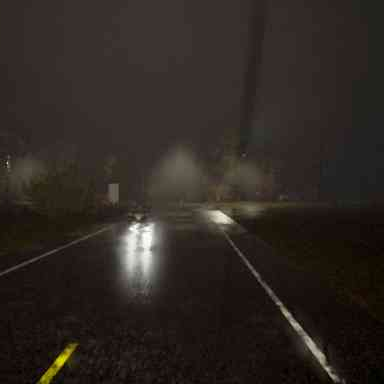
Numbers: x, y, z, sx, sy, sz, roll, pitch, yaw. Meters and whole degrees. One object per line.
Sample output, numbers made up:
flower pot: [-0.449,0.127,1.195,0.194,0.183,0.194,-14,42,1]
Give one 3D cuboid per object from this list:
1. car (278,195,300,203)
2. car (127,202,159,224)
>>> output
car: [20.852,1.404,71.550,4.553,1.767,2.097,0,0,-1]
car: [-3.590,1.500,24.843,2.128,1.511,4.902,0,0,0]
